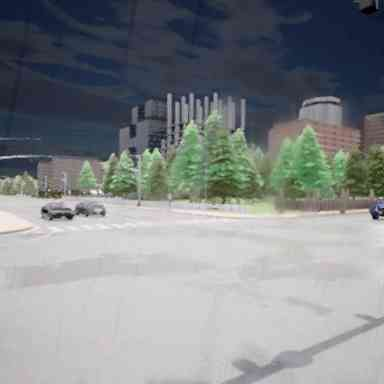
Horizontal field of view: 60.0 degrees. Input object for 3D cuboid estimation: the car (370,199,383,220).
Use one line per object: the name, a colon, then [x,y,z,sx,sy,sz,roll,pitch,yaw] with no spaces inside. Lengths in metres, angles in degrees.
car: [18.379,1.449,29.997,5.566,2.045,2.150,0,0,-35]

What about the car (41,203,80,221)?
car: [-11.460,1.597,28.126,2.033,1.411,5.357,0,0,-33]

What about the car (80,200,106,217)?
car: [-9.737,1.567,31.869,2.128,1.511,4.902,0,0,-33]
